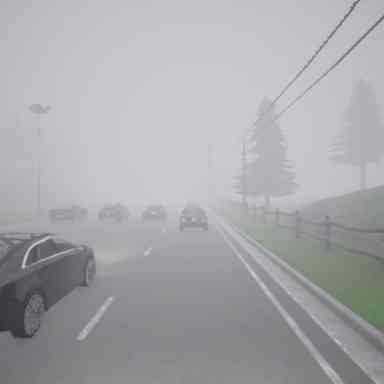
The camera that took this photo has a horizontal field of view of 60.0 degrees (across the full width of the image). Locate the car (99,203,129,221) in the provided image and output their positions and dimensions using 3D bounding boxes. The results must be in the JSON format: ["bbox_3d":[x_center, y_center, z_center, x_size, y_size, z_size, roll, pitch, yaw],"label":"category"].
[{"bbox_3d":[-6.887,1.758,29.710,2.128,1.511,4.902,0,-1,0],"label":"car"}]

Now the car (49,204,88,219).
[{"bbox_3d":[-10.388,1.732,28.428,1.882,1.535,5.008,0,-1,0],"label":"car"}]

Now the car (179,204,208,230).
[{"bbox_3d":[0.109,1.749,22.522,2.033,1.411,5.357,0,0,0],"label":"car"}]

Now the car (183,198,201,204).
[{"bbox_3d":[0.119,1.922,46.741,1.837,1.490,4.892,0,0,0],"label":"car"}]

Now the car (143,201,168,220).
[{"bbox_3d":[-3.386,1.843,31.248,1.994,1.385,4.181,0,-1,0],"label":"car"}]

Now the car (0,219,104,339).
[{"bbox_3d":[-3.397,1.553,6.665,2.128,1.511,4.902,0,0,0],"label":"car"}]
